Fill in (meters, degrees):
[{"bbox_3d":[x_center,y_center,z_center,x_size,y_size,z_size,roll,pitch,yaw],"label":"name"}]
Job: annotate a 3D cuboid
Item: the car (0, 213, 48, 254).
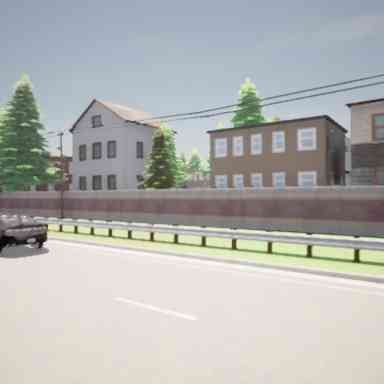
[{"bbox_3d":[-7.981,1.628,13.865,4.902,1.511,2.128,-1,0,36],"label":"car"}]
